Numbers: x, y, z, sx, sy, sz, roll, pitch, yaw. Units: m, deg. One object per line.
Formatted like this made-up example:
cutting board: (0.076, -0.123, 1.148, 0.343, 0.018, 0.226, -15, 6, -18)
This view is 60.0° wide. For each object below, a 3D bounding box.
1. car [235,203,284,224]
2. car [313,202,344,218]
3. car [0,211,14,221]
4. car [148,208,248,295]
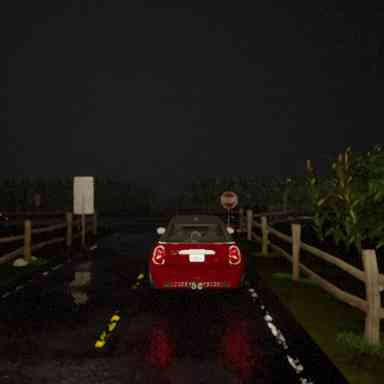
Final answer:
car: (5.124, 1.626, 26.220, 4.892, 1.490, 1.837, 0, -3, -33)
car: (13.248, 1.624, 30.125, 4.181, 1.385, 1.994, -1, 0, 0)
car: (-17.299, 1.889, 27.209, 4.718, 1.301, 1.895, 0, 0, 0)
car: (0.100, 1.403, 9.015, 2.097, 1.767, 4.553, 0, 0, 0)
